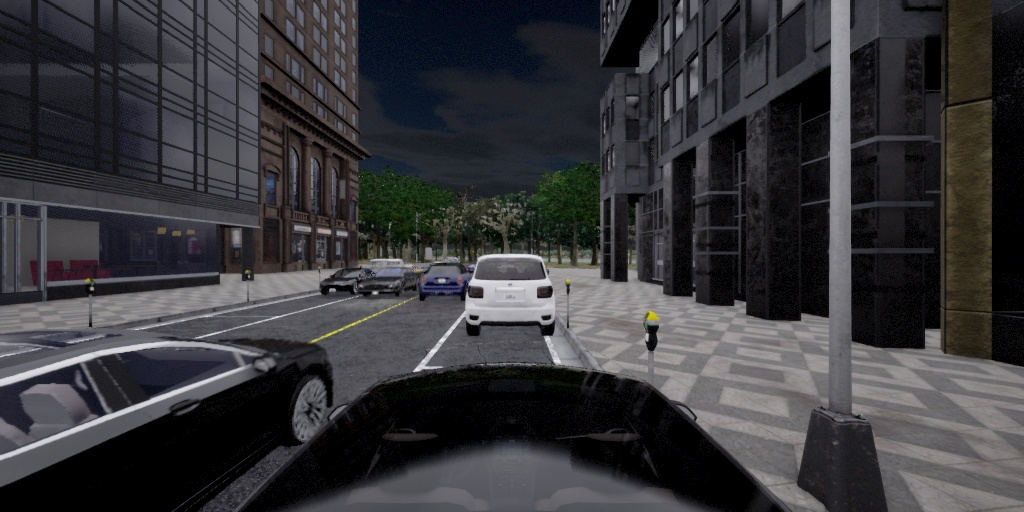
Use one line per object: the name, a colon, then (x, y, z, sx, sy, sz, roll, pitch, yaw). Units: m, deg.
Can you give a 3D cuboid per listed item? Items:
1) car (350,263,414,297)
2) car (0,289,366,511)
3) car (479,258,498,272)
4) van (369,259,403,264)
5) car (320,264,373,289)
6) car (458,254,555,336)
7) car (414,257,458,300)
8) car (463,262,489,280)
car: (-6.246, 1.299, 19.024, 2.033, 1.411, 5.357, 0, 0, 0)
car: (-3.047, 1.243, 2.341, 2.128, 1.511, 4.902, 0, 0, 0)
car: (-3.046, 1.115, 47.064, 2.097, 1.767, 4.553, 0, 0, 0)
van: (-8.908, 1.093, 25.423, 1.690, 1.789, 3.998, 0, 0, 0)
car: (-8.908, 1.317, 19.986, 1.948, 1.339, 4.313, 0, 0, 0)
car: (-0.039, 0.971, 10.530, 2.150, 2.045, 5.566, 0, 0, 0)
car: (-3.045, 1.105, 17.639, 2.097, 1.767, 4.553, 0, 0, 0)
car: (-3.141, 1.280, 31.922, 1.812, 1.442, 4.674, 0, 0, 0)
